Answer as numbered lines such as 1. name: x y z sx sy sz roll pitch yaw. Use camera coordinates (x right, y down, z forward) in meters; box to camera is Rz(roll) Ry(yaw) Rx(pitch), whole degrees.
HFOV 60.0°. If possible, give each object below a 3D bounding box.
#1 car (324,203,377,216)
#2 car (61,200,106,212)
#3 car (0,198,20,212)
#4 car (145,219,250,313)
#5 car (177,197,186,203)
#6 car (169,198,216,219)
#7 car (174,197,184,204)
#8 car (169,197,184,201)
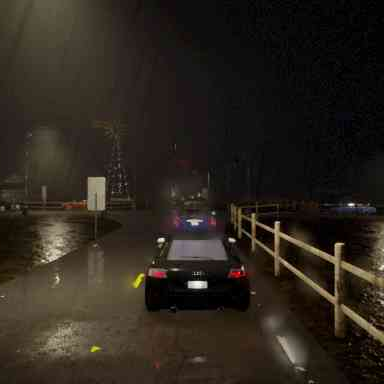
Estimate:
1. car: 17.908 1.950 37.662 5.357 1.411 2.033 1 -2 0
2. car: -12.307 1.592 37.879 4.718 1.301 1.895 1 -2 -11
3. car: -20.255 1.292 34.093 4.892 1.490 1.837 1 -2 0
4. car: 0.110 1.573 7.749 1.994 1.385 4.181 0 0 0
5. car: -2.614 1.938 82.948 1.994 1.385 4.181 0 0 0
6. car: 0.122 1.380 16.392 2.097 1.767 4.553 0 0 0
7. car: -2.639 1.760 69.352 1.882 1.535 5.008 0 0 0
8. car: -2.754 1.680 55.513 2.128 1.511 4.902 0 0 0
